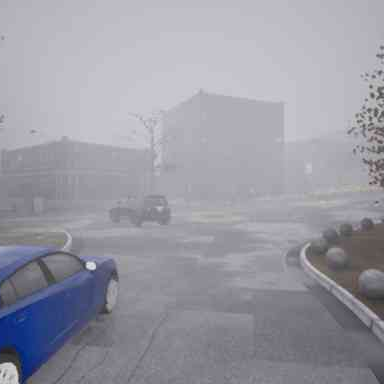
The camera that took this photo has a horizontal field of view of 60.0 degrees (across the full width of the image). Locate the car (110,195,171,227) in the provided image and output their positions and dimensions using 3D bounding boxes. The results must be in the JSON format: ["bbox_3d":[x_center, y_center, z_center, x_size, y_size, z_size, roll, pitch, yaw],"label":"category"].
[{"bbox_3d":[-3.632,1.202,22.730,2.150,2.045,5.566,1,0,-37],"label":"car"}]

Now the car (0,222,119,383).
[{"bbox_3d":[-2.568,1.474,4.623,1.882,1.535,5.008,0,0,6],"label":"car"}]

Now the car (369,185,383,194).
[{"bbox_3d":[27.410,-0.612,50.633,5.366,1.575,1.946,-4,2,-30],"label":"car"}]

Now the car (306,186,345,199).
[{"bbox_3d":[17.825,0.057,45.179,5.366,1.575,1.946,-4,2,-29],"label":"car"}]

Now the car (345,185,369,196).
[{"bbox_3d":[22.619,-0.279,47.901,5.366,1.575,1.946,-4,2,-30],"label":"car"}]
